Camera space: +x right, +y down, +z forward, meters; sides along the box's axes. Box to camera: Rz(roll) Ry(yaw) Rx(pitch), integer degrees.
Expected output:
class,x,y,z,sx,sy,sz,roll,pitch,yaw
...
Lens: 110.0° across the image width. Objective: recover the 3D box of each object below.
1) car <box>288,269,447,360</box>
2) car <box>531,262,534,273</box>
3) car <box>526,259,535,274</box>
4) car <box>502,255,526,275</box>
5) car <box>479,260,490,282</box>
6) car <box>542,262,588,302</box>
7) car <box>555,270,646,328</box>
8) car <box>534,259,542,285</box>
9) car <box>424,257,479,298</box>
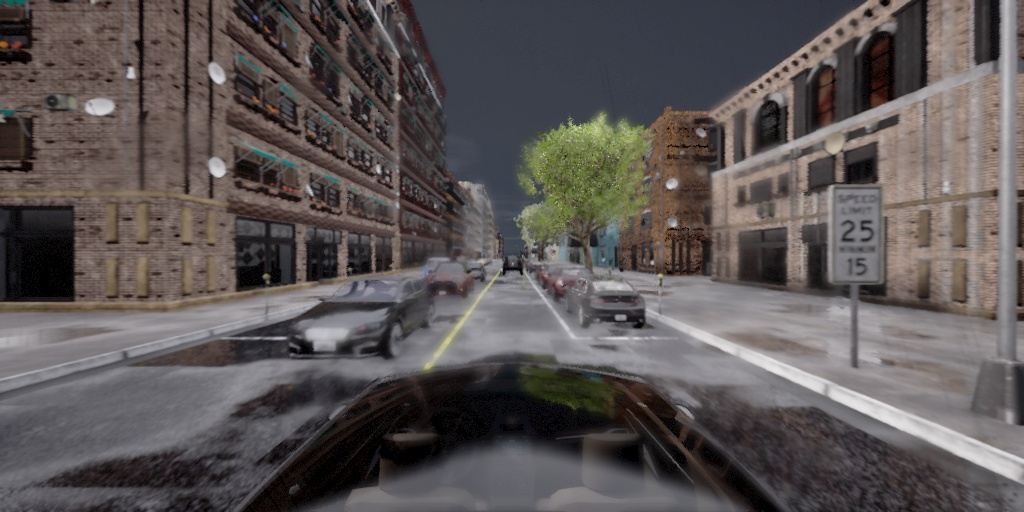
class,x,y,z,sx,sy,sz,roll,pitch,yaw
car,-3.101,1.228,8.405,2.128,1.511,4.902,0,0,0
car,2.691,1.282,28.147,1.802,1.307,4.207,0,0,0
car,2.691,1.235,39.540,2.007,1.370,4.403,0,0,0
car,0.094,0.909,38.147,2.150,2.045,5.566,0,0,0
car,-3.084,1.264,28.309,1.994,1.385,4.181,0,0,0
car,2.691,1.160,16.753,1.967,1.591,4.097,0,0,0
car,2.691,1.282,11.056,2.007,1.370,4.403,0,0,0
car,2.691,1.150,22.449,1.967,1.591,4.097,0,0,0
car,-3.098,1.070,18.298,2.097,1.767,4.553,0,0,0
